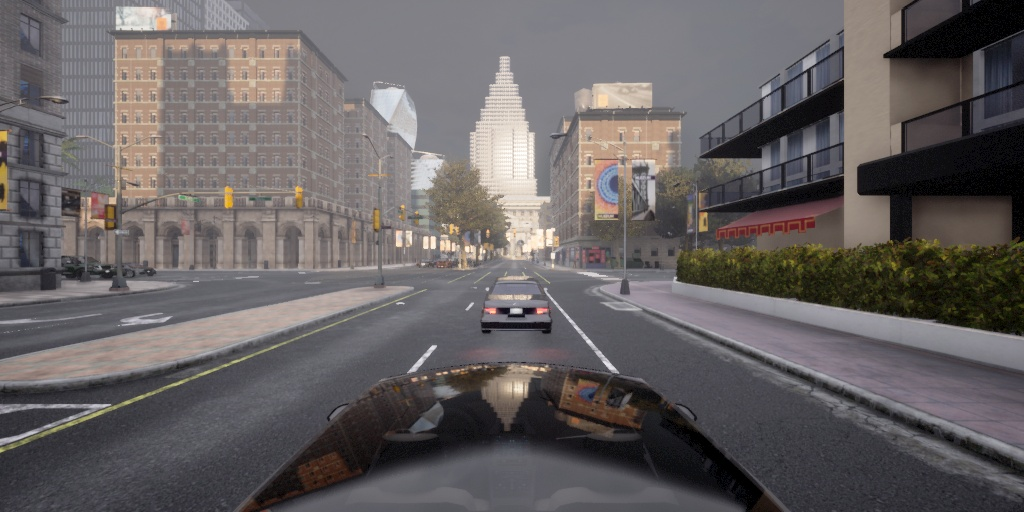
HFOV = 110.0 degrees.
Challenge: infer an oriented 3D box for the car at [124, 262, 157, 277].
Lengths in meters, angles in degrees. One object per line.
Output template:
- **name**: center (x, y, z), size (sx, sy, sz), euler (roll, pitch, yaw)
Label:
- **car**: center (-36.884, 1.314, 34.434), size (4.181, 1.385, 1.994), euler (0, 0, 0)

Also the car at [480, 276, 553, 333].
- **car**: center (0.131, 1.297, 10.666), size (2.033, 1.411, 5.357), euler (0, 0, 1)

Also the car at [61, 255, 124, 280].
- **car**: center (-37.657, 0.971, 30.932), size (5.566, 2.045, 2.150), euler (0, 0, 0)

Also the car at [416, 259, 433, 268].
- **car**: center (-14.621, 1.242, 61.457), size (2.128, 1.511, 4.902), euler (0, 0, 1)

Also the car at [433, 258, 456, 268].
- **car**: center (-11.147, 1.102, 59.576), size (2.097, 1.767, 4.553), euler (0, 0, 1)
